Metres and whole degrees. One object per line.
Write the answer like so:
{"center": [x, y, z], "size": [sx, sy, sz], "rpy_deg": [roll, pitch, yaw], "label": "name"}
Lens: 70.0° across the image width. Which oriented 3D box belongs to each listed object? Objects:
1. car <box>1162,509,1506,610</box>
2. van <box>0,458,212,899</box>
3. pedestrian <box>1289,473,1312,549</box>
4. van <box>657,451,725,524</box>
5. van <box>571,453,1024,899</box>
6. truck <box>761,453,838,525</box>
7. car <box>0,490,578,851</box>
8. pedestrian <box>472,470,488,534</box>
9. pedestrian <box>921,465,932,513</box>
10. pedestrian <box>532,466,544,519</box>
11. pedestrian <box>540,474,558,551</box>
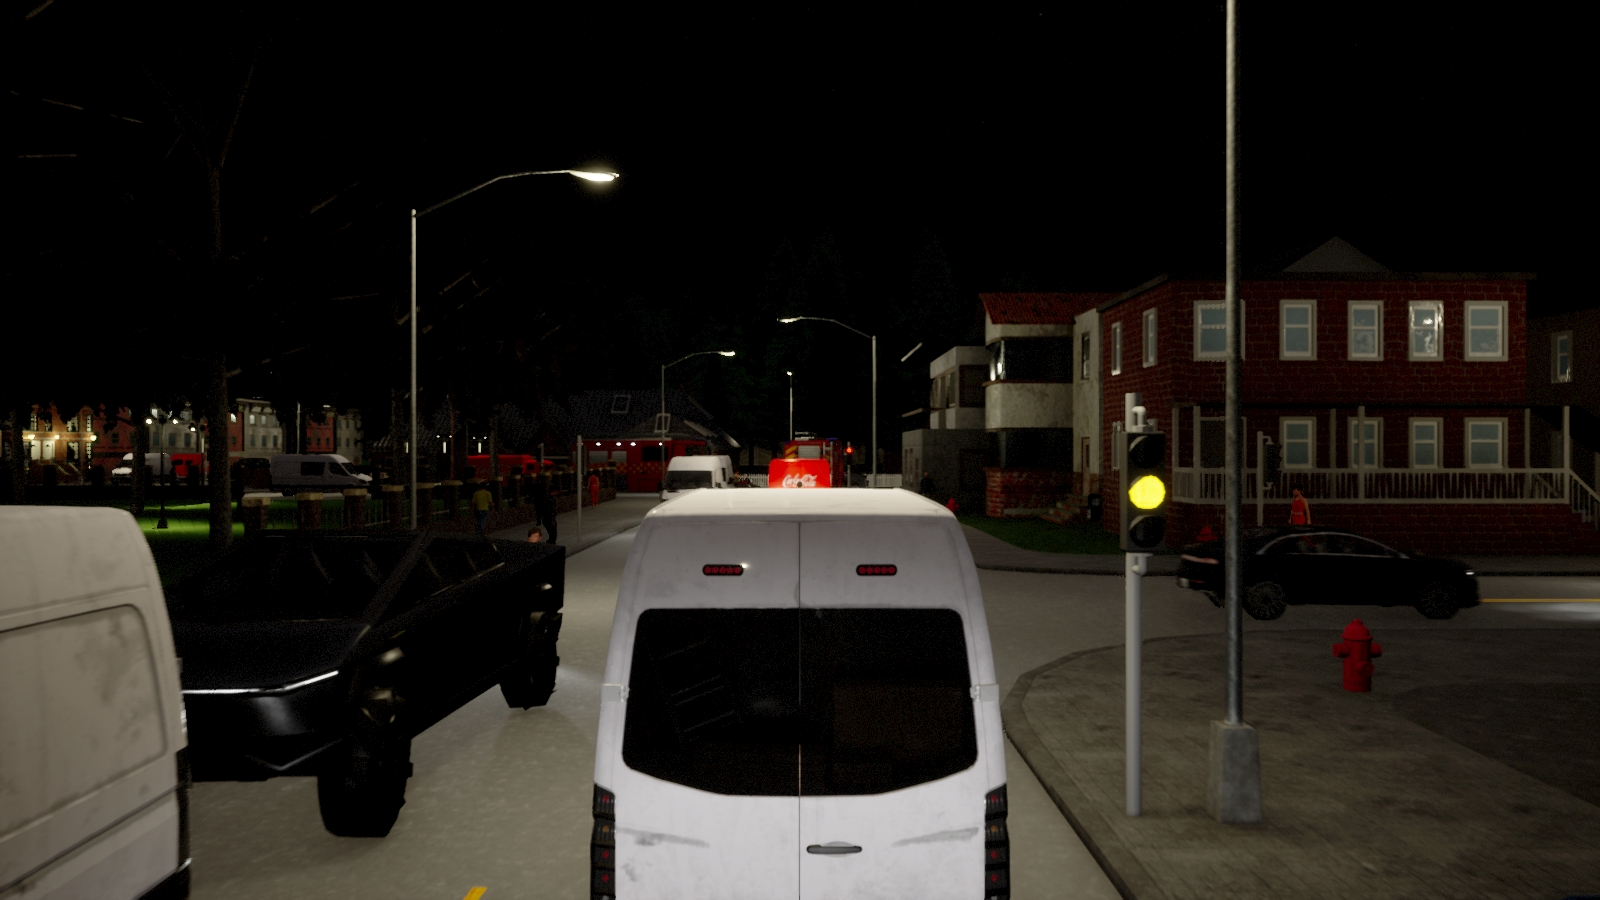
{"center": [8.987, 1.826, 19.562], "size": [4.902, 1.511, 2.128], "rpy_deg": [0, 0, -1], "label": "car"}
{"center": [-4.011, 1.315, 2.899], "size": [1.988, 2.561, 5.915], "rpy_deg": [0, 0, 0], "label": "van"}
{"center": [12.508, 1.514, 28.554], "size": [0.375, 1.860, 0.375], "rpy_deg": [0, 0, -9], "label": "pedestrian"}
{"center": [-4.006, 1.312, 42.870], "size": [1.988, 2.561, 5.915], "rpy_deg": [0, 0, 0], "label": "van"}
{"center": [-0.012, 1.315, 7.967], "size": [1.988, 2.561, 5.915], "rpy_deg": [0, 0, 0], "label": "van"}
{"center": [-0.011, 1.345, 41.806], "size": [2.627, 2.467, 5.204], "rpy_deg": [0, 0, 0], "label": "truck"}
{"center": [-4.002, 1.533, 10.550], "size": [2.390, 2.098, 6.274], "rpy_deg": [0, 0, 3], "label": "car"}
{"center": [-9.373, 1.524, 33.495], "size": [0.375, 1.860, 0.375], "rpy_deg": [0, 0, 0], "label": "pedestrian"}
{"center": [4.938, 1.521, 44.559], "size": [0.375, 1.860, 0.375], "rpy_deg": [0, 0, 10], "label": "pedestrian"}
{"center": [-9.357, 1.522, 40.808], "size": [0.375, 1.860, 0.375], "rpy_deg": [0, 0, -2], "label": "pedestrian"}
{"center": [-6.131, 1.523, 27.883], "size": [0.375, 1.860, 0.375], "rpy_deg": [0, 0, -22], "label": "pedestrian"}
